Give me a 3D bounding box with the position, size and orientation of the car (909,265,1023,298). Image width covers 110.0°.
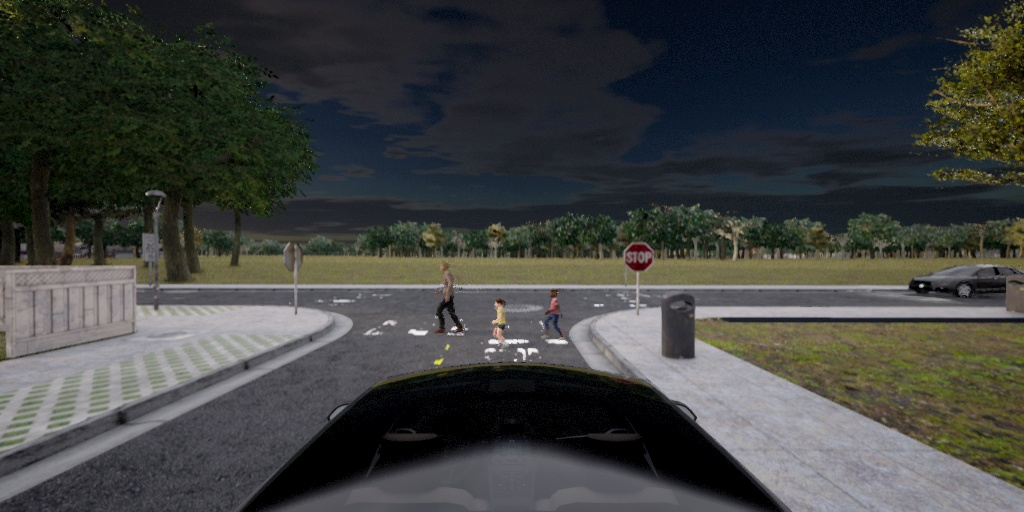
[{"bbox_3d":[22.240,1.192,17.336,4.892,1.490,1.837,0,0,0],"label":"car"}]

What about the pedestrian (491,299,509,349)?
[{"bbox_3d":[-0.179,1.388,7.662,0.500,1.100,0.500,0,0,0],"label":"pedestrian"}]

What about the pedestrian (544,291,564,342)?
[{"bbox_3d":[0.991,1.004,8.260,0.375,1.860,0.375,0,0,0],"label":"pedestrian"}]

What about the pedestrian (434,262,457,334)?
[{"bbox_3d":[-1.634,1.001,8.863,0.375,1.860,0.375,0,0,0],"label":"pedestrian"}]
